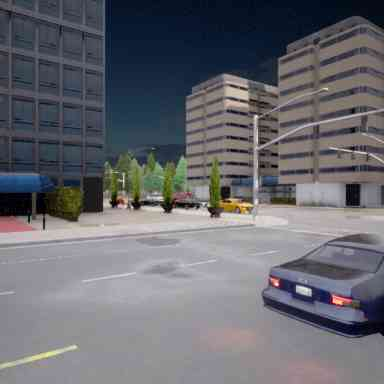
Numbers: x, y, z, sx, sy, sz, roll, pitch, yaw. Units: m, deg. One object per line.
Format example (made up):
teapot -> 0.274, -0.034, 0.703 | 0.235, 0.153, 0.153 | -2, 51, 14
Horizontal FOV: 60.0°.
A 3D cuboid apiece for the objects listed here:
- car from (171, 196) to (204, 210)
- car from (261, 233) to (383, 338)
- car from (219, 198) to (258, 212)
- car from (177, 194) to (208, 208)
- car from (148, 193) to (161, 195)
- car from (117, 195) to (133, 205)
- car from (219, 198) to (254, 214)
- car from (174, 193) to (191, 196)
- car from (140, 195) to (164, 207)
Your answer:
car -> -0.865, 1.601, 43.641 | 1.895, 1.301, 4.718 | 0, 0, -35
car -> 3.750, 1.547, 6.496 | 5.357, 1.411, 2.033 | 0, 0, -35
car -> 5.594, 1.505, 40.521 | 1.837, 1.490, 4.892 | 0, 0, -35
car -> 0.282, 1.491, 48.105 | 2.128, 1.511, 4.902 | 0, 0, -35
car -> -5.783, 1.221, 56.788 | 2.150, 2.045, 5.566 | 0, 0, -34
car -> -11.976, 1.352, 59.577 | 2.097, 1.767, 4.553 | 0, 0, -35
car -> 4.495, 1.478, 35.987 | 1.882, 1.535, 5.008 | 0, 0, -35
car -> -1.978, 1.221, 63.855 | 2.150, 2.045, 5.566 | 0, 0, -35
car -> -6.138, 1.601, 51.174 | 1.895, 1.301, 4.718 | 0, 0, -35
